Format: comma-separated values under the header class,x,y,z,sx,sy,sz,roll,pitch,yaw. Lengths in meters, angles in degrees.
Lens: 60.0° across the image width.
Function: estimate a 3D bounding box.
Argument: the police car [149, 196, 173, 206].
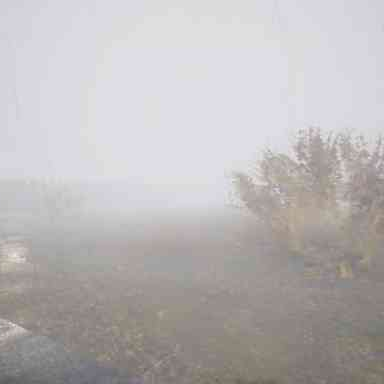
class,x,y,z,sx,sy,sz,roll,pitch,yaw
police car,-5.263,1.454,56.600,1.930,1.638,5.238,-1,0,35
